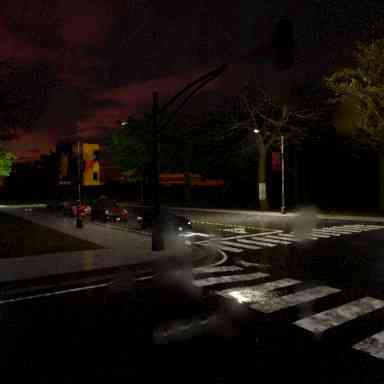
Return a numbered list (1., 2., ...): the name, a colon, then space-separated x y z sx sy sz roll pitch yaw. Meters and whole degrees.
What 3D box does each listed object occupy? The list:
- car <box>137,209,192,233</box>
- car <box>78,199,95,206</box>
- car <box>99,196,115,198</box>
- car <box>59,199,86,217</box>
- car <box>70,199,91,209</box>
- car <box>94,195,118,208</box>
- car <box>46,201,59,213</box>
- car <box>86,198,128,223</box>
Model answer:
1. car: -1.993 1.819 22.056 2.033 1.411 5.357 -1 0 -29
2. car: -21.175 2.098 66.666 1.994 1.385 4.181 -1 0 -35
3. car: -13.810 1.781 50.379 2.097 1.767 4.553 -1 0 -35
4. car: -13.105 1.811 37.824 2.097 1.767 4.553 -1 0 -35
5. car: -19.674 2.077 58.688 2.033 1.411 5.357 -1 0 -35
6. car: -15.055 1.651 57.922 2.150 2.045 5.566 -1 0 -35
7. car: -18.865 2.034 46.126 1.882 1.535 5.008 -1 0 -35
8. car: -7.493 1.716 29.806 2.097 1.767 4.553 -1 0 -35
